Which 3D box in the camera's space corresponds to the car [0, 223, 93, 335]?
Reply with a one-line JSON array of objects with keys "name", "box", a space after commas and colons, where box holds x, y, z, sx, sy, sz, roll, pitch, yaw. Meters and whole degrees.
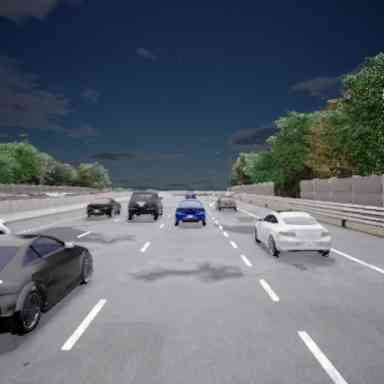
[{"name": "car", "box": [-3.436, 1.508, 6.599, 1.994, 1.385, 4.181, 0, 1, 0]}]

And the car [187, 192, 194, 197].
[{"name": "car", "box": [-0.381, 0.707, 94.077, 1.882, 1.535, 5.008, 0, 0, 0]}]

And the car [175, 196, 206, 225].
[{"name": "car", "box": [-0.097, 1.266, 22.082, 1.882, 1.535, 5.008, 0, 1, 0]}]

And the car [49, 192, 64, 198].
[{"name": "car", "box": [-28.285, 0.767, 69.579, 1.812, 1.442, 4.674, 0, 0, 0]}]

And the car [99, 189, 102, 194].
[{"name": "car", "box": [-21.298, 0.447, 72.606, 2.150, 2.045, 5.566, 0, 0, 0]}]

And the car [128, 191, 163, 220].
[{"name": "car", "box": [-3.512, 0.968, 25.701, 2.150, 2.045, 5.566, 0, 1, 0]}]

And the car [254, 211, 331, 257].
[{"name": "car", "box": [3.540, 1.414, 12.337, 1.812, 1.442, 4.674, 0, 1, 0]}]

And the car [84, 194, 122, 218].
[{"name": "car", "box": [-7.017, 1.211, 26.920, 1.882, 1.535, 5.008, 0, 1, 0]}]

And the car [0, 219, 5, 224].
[{"name": "car", "box": [-6.944, 1.153, 8.419, 2.150, 2.045, 5.566, 0, 1, 0]}]

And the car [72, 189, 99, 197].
[{"name": "car", "box": [-17.770, 0.707, 55.781, 2.097, 1.767, 4.553, 0, 1, 0]}]

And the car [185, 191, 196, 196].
[{"name": "car", "box": [-0.266, 0.612, 64.718, 2.097, 1.767, 4.553, 0, 0, 0]}]

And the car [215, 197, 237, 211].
[{"name": "car", "box": [3.448, 1.181, 34.310, 2.033, 1.411, 5.357, 0, 1, 0]}]
